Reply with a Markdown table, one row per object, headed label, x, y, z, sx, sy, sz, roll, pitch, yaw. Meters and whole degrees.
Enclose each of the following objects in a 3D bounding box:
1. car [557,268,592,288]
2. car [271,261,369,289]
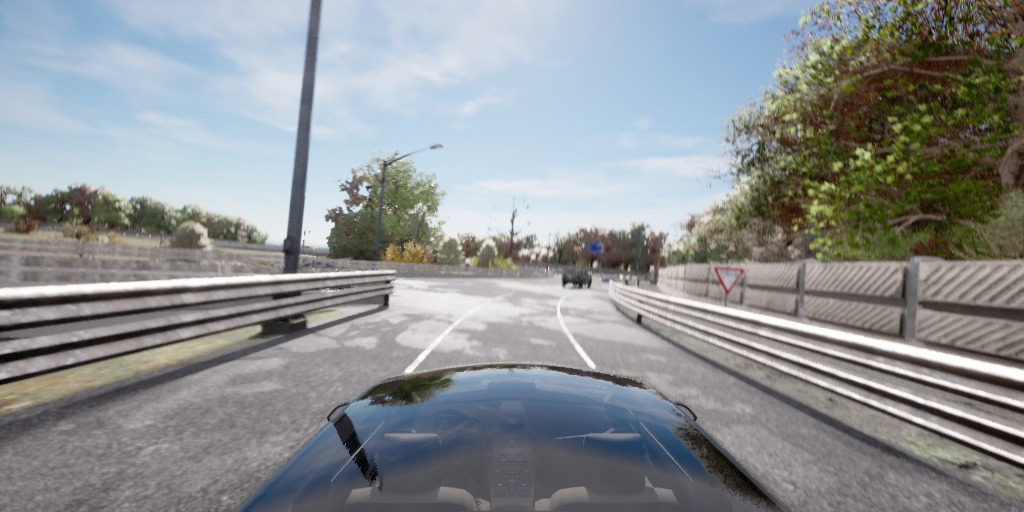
| label | x | y | z | sx | sy | sz | roll | pitch | yaw |
| --- | --- | --- | --- | --- | --- | --- | --- | --- | --- |
| car | 7.323 | 2.488 | 40.033 | 2.150 | 2.045 | 5.566 | 4 | -1 | 28 |
| car | -9.136 | 0.960 | 17.288 | 1.994 | 1.385 | 4.181 | 4 | -2 | 43 |
